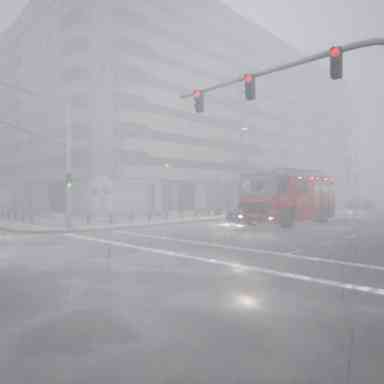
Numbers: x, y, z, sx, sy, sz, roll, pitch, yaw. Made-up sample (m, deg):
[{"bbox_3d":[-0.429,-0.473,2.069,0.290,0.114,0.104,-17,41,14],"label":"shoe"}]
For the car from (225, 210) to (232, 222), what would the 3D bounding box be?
[{"bbox_3d":[4.449,1.586,25.508,4.181,1.385,1.994,0,0,-45],"label":"car"}]

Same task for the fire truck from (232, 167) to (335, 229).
[{"bbox_3d":[6.682,0.345,22.660,8.468,3.827,2.891,0,0,-45],"label":"fire truck"}]

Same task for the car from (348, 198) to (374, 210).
[{"bbox_3d":[21.297,1.481,41.876,4.902,1.511,2.128,0,0,-44],"label":"car"}]
